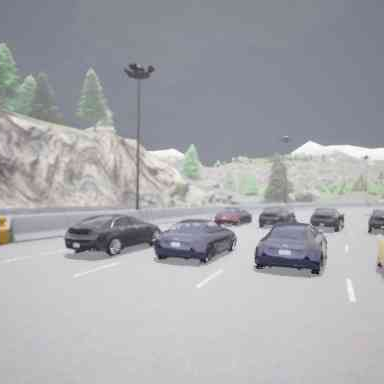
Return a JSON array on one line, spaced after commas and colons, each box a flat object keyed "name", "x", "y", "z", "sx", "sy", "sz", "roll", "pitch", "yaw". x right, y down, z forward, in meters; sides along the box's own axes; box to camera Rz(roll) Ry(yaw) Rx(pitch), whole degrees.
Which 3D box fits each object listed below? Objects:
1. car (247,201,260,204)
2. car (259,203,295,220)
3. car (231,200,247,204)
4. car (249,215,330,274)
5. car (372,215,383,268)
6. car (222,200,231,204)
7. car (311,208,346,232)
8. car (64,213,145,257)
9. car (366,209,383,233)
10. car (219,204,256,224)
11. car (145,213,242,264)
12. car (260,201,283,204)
[{"name": "car", "x": 12.983, "y": 2.462, "z": 63.514, "sx": 1.994, "sy": 1.385, "sz": 4.181, "roll": 0, "pitch": -1, "yaw": 43}, {"name": "car", "x": 6.502, "y": 1.876, "z": 25.200, "sx": 1.837, "sy": 1.490, "sz": 4.892, "roll": 0, "pitch": 0, "yaw": 30}, {"name": "car", "x": 10.360, "y": 2.505, "z": 65.849, "sx": 1.895, "sy": 1.301, "sz": 4.718, "roll": 0, "pitch": -1, "yaw": 43}, {"name": "car", "x": 3.498, "y": 1.739, "z": 11.434, "sx": 1.994, "sy": 1.385, "sz": 4.181, "roll": 0, "pitch": -1, "yaw": 24}, {"name": "car", "x": 6.205, "y": 1.644, "z": 8.947, "sx": 1.882, "sy": 1.535, "sz": 5.008, "roll": 0, "pitch": -1, "yaw": 24}, {"name": "car", "x": 8.034, "y": 2.444, "z": 68.477, "sx": 2.128, "sy": 1.511, "sz": 4.902, "roll": 0, "pitch": -1, "yaw": 43}, {"name": "car", "x": 9.601, "y": 1.883, "z": 23.571, "sx": 1.837, "sy": 1.490, "sz": 4.892, "roll": 0, "pitch": 0, "yaw": 30}, {"name": "car", "x": -3.067, "y": 1.653, "z": 13.902, "sx": 1.837, "sy": 1.490, "sz": 4.892, "roll": 0, "pitch": 0, "yaw": 24}, {"name": "car", "x": 12.703, "y": 1.890, "z": 21.946, "sx": 1.837, "sy": 1.490, "sz": 4.892, "roll": 0, "pitch": 0, "yaw": 30}, {"name": "car", "x": 3.428, "y": 1.929, "z": 26.866, "sx": 1.994, "sy": 1.385, "sz": 4.181, "roll": 0, "pitch": -1, "yaw": 30}, {"name": "car", "x": 0.278, "y": 1.727, "z": 12.804, "sx": 1.994, "sy": 1.385, "sz": 4.181, "roll": 0, "pitch": -1, "yaw": 24}, {"name": "car", "x": 15.102, "y": 2.377, "z": 60.635, "sx": 2.128, "sy": 1.511, "sz": 4.902, "roll": 0, "pitch": -1, "yaw": 43}]
